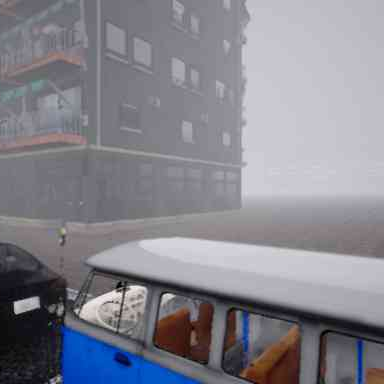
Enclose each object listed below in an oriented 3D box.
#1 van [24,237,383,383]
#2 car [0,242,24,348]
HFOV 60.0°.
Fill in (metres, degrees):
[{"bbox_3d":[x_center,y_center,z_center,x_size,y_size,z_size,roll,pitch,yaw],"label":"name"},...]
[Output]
[{"bbox_3d":[0.698,1.338,2.379,3.998,1.788,1.690,0,0,35],"label":"van"},{"bbox_3d":[-3.893,1.534,5.652,4.313,1.339,1.947,0,0,36],"label":"car"}]
